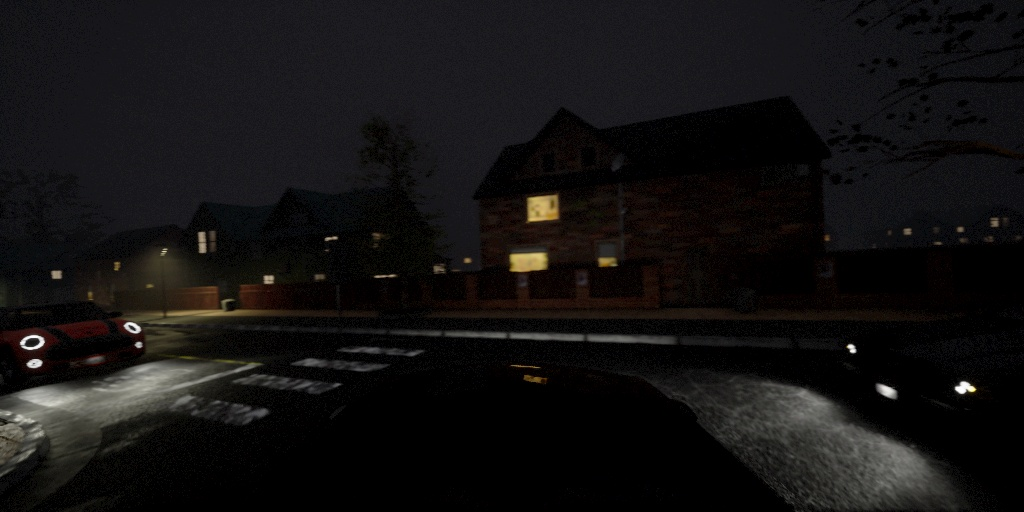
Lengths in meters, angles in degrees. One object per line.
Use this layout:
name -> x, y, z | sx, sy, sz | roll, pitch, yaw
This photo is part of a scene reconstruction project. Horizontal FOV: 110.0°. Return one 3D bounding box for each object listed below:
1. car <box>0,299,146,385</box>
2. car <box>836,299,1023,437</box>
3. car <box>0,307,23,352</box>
car -> -11.747, 1.972, 9.219 | 4.553, 1.767, 2.097 | -4, -1, 24
car -> 6.705, 0.929, 3.450 | 5.357, 1.411, 2.033 | -4, -1, 11
car -> -19.831, 2.701, 12.789 | 4.674, 1.442, 1.812 | -4, -1, 24
